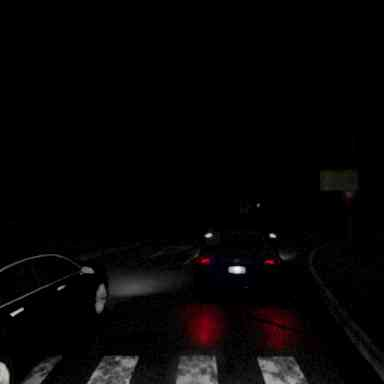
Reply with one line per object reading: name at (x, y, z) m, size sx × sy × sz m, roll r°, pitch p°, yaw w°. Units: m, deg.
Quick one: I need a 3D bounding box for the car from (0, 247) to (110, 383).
car at (-2.660, 1.528, 4.602) m, size 1.837 × 1.490 × 4.892 m, roll 0°, pitch 0°, yaw 5°

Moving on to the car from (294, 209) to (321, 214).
car at (22.158, 3.853, 64.121) m, size 1.895 × 1.301 × 4.718 m, roll 4°, pitch -6°, yaw -39°

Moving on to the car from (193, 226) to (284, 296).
car at (1.267, 1.582, 8.747) m, size 1.994 × 1.385 × 4.181 m, roll -1°, pitch -1°, yaw 10°
